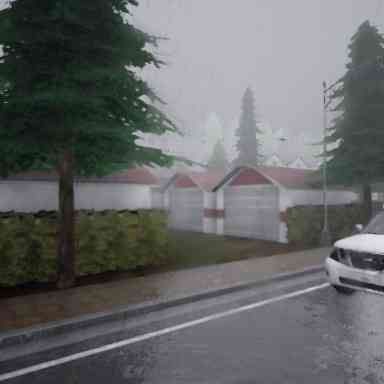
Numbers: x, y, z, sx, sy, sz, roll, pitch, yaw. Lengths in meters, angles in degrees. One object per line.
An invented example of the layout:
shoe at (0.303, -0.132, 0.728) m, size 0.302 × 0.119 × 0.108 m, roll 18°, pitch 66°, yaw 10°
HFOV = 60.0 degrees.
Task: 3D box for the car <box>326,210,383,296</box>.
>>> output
car at (5.637, 1.410, 8.226) m, size 5.566 × 2.045 × 2.150 m, roll 2°, pitch -2°, yaw -37°
